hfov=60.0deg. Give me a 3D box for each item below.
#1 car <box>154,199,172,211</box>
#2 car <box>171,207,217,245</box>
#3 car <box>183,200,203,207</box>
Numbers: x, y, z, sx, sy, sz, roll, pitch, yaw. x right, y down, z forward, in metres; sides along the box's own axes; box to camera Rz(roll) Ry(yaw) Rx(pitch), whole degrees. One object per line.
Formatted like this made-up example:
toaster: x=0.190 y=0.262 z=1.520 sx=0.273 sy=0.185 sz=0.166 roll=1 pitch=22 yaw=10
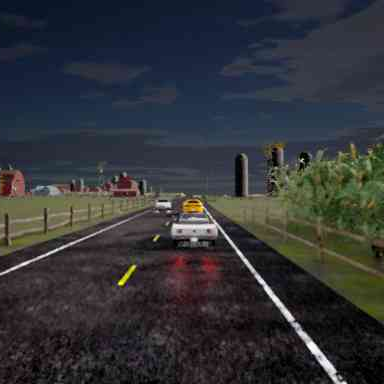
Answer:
car: x=-3.588 y=1.579 z=42.043 sx=1.812 sy=1.442 sz=4.674 roll=0 pitch=0 yaw=0
car: x=0.089 y=1.611 z=15.522 sx=1.895 sy=1.301 sz=4.718 roll=0 pitch=0 yaw=0
car: x=0.103 y=1.515 z=33.920 sx=1.882 sy=1.535 sz=5.008 roll=0 pitch=0 yaw=0
